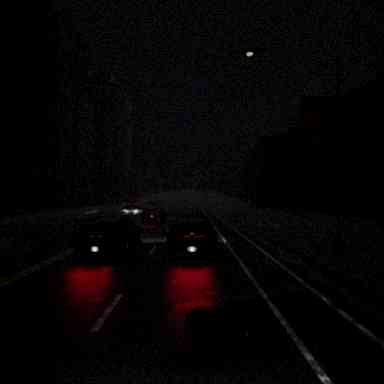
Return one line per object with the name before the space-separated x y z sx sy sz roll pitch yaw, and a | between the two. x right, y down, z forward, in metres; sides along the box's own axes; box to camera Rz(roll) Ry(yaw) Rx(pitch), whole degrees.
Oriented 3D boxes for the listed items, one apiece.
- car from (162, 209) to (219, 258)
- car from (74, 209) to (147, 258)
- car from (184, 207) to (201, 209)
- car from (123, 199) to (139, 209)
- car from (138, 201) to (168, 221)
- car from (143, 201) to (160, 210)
car | 0.024 1.660 13.504 1.837 1.490 4.892 0 0 0
car | -3.226 1.660 13.517 1.837 1.490 4.892 0 0 0
car | 0.027 1.952 28.249 1.895 1.301 4.718 0 -1 0
car | -9.805 1.970 54.436 2.097 1.767 4.553 0 -1 0
car | -3.212 1.841 29.258 1.882 1.535 5.008 0 0 1
car | -6.561 2.161 54.021 2.033 1.411 5.357 0 0 0
